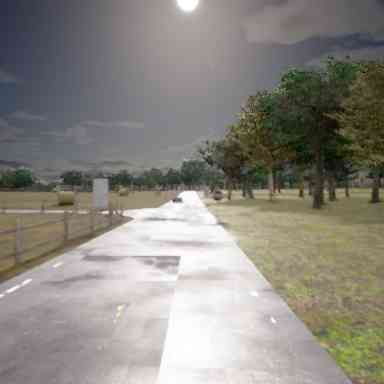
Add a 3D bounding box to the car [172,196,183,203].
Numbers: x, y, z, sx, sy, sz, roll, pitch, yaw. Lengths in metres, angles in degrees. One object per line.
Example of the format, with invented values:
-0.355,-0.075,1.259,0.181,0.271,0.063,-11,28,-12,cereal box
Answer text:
-2.726,1.353,62.518,1.895,1.301,4.718,0,1,0,car
